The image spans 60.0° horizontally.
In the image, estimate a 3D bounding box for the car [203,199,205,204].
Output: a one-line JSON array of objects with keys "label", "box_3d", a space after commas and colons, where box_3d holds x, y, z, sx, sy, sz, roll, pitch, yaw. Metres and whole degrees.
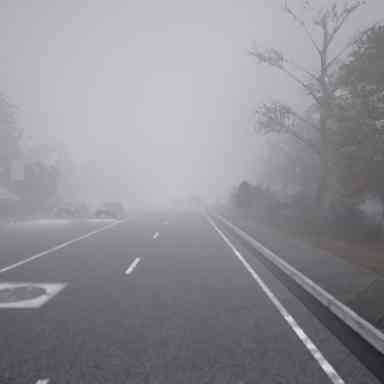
[{"label": "car", "box_3d": [1.701, 1.938, 73.601, 2.033, 1.411, 5.357, 1, 0, 10]}]

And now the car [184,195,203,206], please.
[{"label": "car", "box_3d": [0.402, 1.567, 62.990, 2.150, 2.045, 5.566, 1, 0, 6]}]

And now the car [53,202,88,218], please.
[{"label": "car", "box_3d": [-10.796, 1.561, 30.207, 1.895, 1.301, 4.718, 1, 0, 0]}]

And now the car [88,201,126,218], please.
[{"label": "car", "box_3d": [-7.296, 1.550, 29.985, 2.033, 1.411, 5.357, 1, 0, 0]}]

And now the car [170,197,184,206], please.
[{"label": "car", "box_3d": [-3.069, 1.796, 63.520, 2.128, 1.511, 4.902, 1, 0, 6]}]

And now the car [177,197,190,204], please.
[{"label": "car", "box_3d": [-1.829, 1.796, 73.686, 1.882, 1.535, 5.008, 1, 0, 10]}]
